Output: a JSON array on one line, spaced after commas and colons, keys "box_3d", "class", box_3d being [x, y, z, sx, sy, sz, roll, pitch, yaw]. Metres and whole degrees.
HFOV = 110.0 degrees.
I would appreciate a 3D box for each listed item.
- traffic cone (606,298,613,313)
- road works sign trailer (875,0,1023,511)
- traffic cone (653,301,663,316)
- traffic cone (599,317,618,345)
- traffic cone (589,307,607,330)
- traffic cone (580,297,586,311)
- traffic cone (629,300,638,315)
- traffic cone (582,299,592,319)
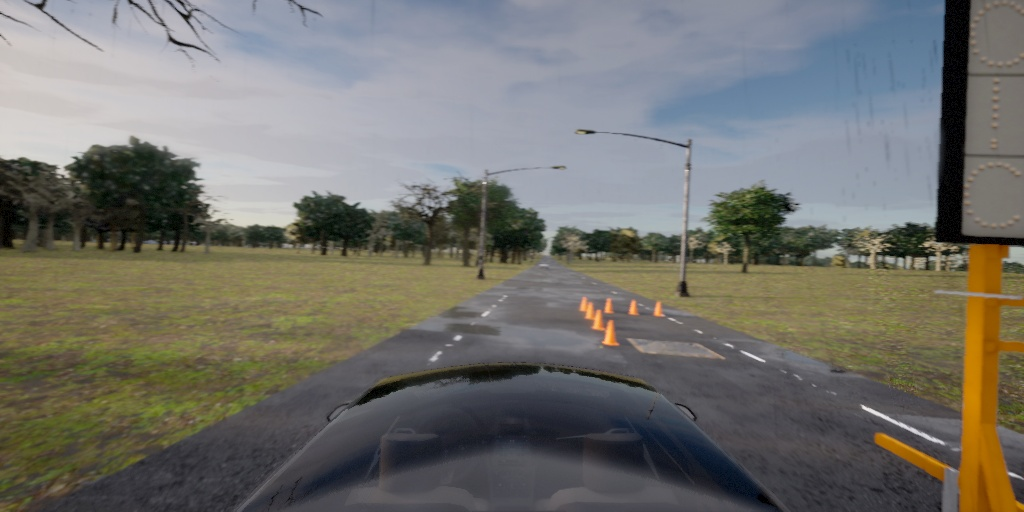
[{"box_3d": [4.021, 2.050, 14.922, 0.340, 0.580, 0.340, 0, 0, 5], "class": "traffic cone"}, {"box_3d": [3.297, 0.388, 1.934, 2.380, 3.560, 2.880, 0, 0, 5], "class": "road works sign trailer"}, {"box_3d": [6.010, 2.151, 14.734, 0.340, 0.580, 0.340, 0, 0, 5], "class": "traffic cone"}, {"box_3d": [2.469, 1.913, 9.042, 0.340, 0.580, 0.340, 0, 0, 5], "class": "traffic cone"}, {"box_3d": [2.655, 1.942, 11.033, 0.340, 0.580, 0.340, 0, 0, 5], "class": "traffic cone"}, {"box_3d": [3.027, 1.999, 15.015, 0.340, 0.580, 0.340, 0, 0, 5], "class": "traffic cone"}, {"box_3d": [5.015, 2.101, 14.828, 0.340, 0.580, 0.340, 0, 0, 5], "class": "traffic cone"}, {"box_3d": [2.841, 1.971, 13.024, 0.340, 0.580, 0.340, 0, 0, 5], "class": "traffic cone"}]
